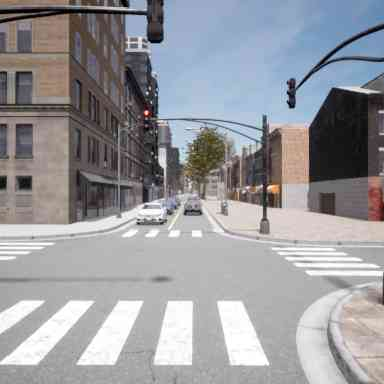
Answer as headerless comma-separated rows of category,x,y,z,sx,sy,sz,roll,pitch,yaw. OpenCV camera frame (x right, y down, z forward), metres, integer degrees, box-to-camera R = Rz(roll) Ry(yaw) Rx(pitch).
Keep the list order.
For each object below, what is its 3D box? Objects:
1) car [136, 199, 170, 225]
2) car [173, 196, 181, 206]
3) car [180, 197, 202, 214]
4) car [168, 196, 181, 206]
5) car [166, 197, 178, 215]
car,-2.857,1.515,24.352,1.812,1.442,4.674,0,0,0
car,-2.834,1.507,43.676,1.812,1.442,4.674,0,0,0
car,0.096,1.531,34.966,2.033,1.411,5.357,0,0,0
car,-2.822,1.485,53.767,1.837,1.490,4.892,0,0,0
car,-2.860,1.531,33.962,2.033,1.411,5.357,0,0,0
